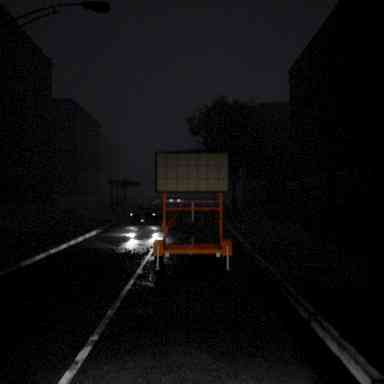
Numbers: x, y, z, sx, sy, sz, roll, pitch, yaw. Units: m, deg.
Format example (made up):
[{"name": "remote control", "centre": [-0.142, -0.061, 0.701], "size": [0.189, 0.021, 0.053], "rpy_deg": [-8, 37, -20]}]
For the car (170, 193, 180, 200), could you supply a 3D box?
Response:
[{"name": "car", "centre": [-3.283, 0.807, 64.946], "size": [1.812, 1.442, 4.674], "rpy_deg": [0, 1, 0]}]

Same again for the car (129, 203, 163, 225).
[{"name": "car", "centre": [-3.134, 1.490, 23.260], "size": [1.895, 1.301, 4.718], "rpy_deg": [0, 0, 0]}]

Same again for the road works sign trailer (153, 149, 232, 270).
[{"name": "road works sign trailer", "centre": [0.024, 0.422, 10.852], "size": [2.380, 3.560, 2.880], "rpy_deg": [0, 0, 0]}]
